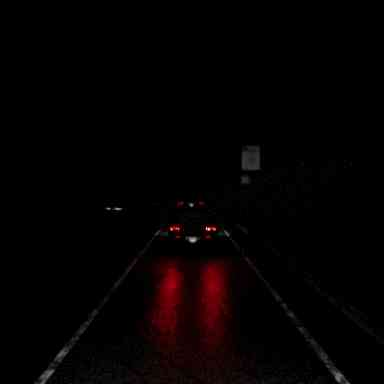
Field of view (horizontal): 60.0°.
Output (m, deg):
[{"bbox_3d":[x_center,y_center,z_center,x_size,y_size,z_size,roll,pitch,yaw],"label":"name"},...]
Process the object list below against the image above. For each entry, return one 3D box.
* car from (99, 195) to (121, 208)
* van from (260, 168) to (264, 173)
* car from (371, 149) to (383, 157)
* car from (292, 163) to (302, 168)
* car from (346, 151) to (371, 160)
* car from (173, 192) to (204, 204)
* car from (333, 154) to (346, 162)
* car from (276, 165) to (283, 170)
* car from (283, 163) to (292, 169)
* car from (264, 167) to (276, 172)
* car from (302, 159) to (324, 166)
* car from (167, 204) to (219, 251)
[{"bbox_3d":[-13.577,1.578,54.461,2.150,2.045,5.566,-1,-1,-33],"label":"car"},{"bbox_3d":[20.788,-5.811,91.194,1.878,1.987,4.442,0,1,-1],"label":"van"},{"bbox_3d":[22.100,-4.249,36.118,2.002,1.452,4.674,0,2,-2],"label":"car"},{"bbox_3d":[21.385,-4.940,63.602,2.002,1.452,4.674,0,1,-1],"label":"car"},{"bbox_3d":[21.868,-4.450,41.658,2.231,1.521,4.892,0,2,-1],"label":"car"},{"bbox_3d":[-0.291,1.047,27.094,2.150,2.045,5.566,0,0,-5],"label":"car"},{"bbox_3d":[21.740,-4.593,47.174,2.231,1.521,4.892,0,1,-1],"label":"car"},{"bbox_3d":[21.143,-5.363,74.789,2.185,1.767,4.553,0,1,-1],"label":"car"},{"bbox_3d":[21.262,-5.238,69.271,2.185,1.767,4.553,0,1,-1],"label":"car"},{"bbox_3d":[20.904,-5.474,85.804,2.231,1.521,4.892,0,1,-1],"label":"car"},{"bbox_3d":[21.504,-4.978,58.107,2.185,1.767,4.553,0,1,-1],"label":"car"},{"bbox_3d":[0.048,1.384,13.247,1.812,1.442,4.674,0,0,0],"label":"car"}]
